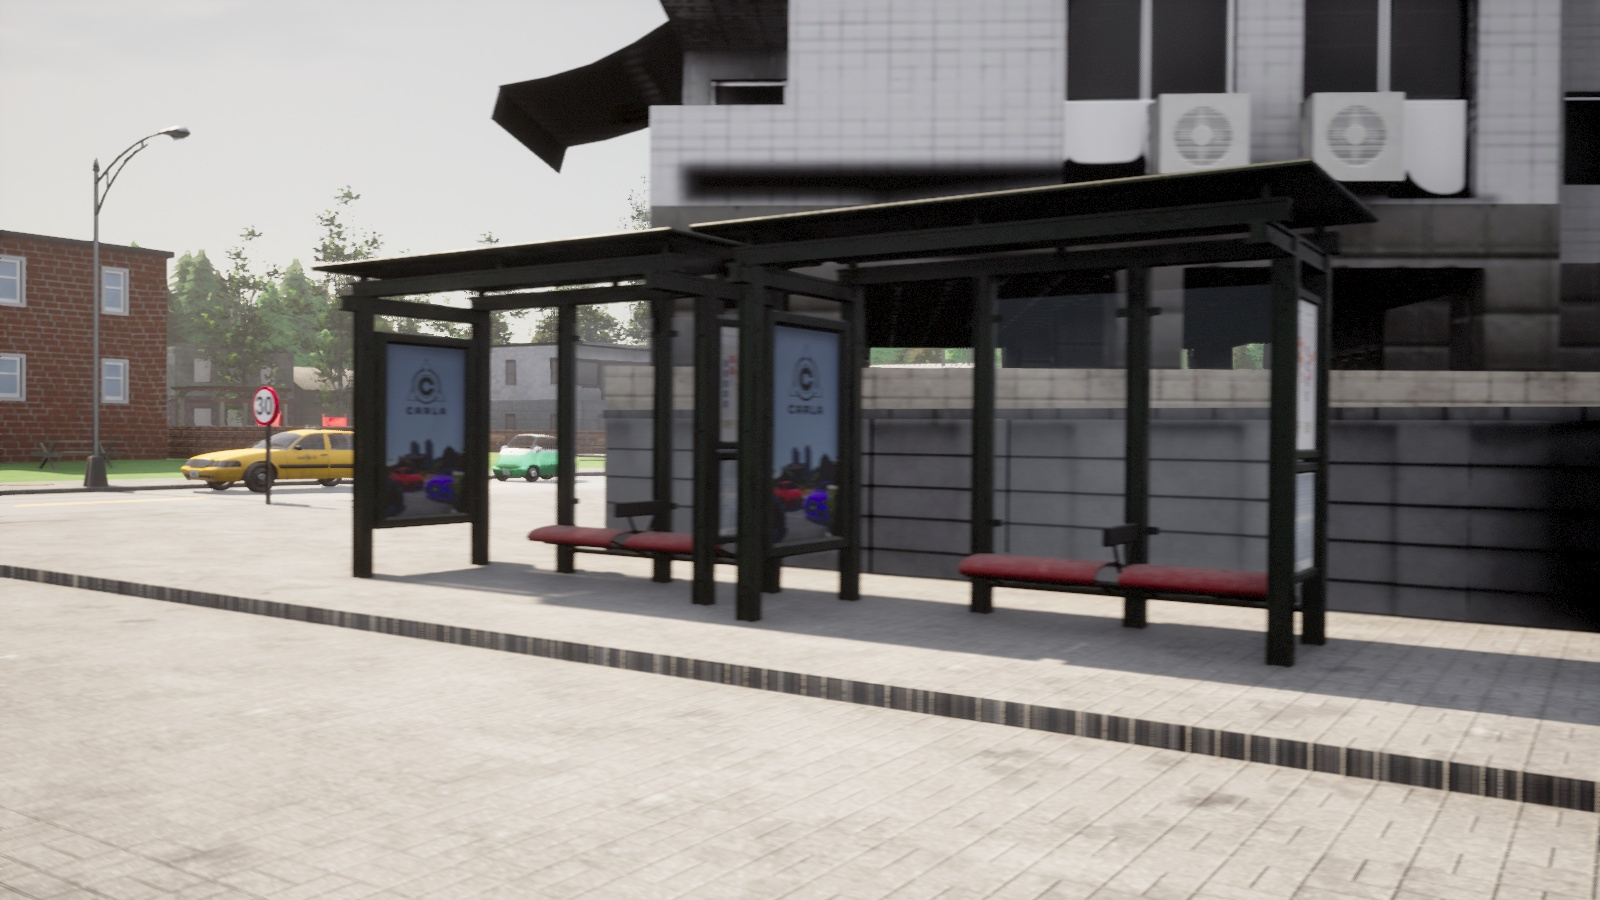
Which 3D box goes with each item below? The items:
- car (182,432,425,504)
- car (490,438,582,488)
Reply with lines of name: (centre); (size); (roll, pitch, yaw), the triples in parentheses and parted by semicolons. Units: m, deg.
car: (-11.820, 0.364, 30.310); (1.801, 1.575, 5.366); (0, 1, 34)
car: (-7.675, 0.357, 36.564); (1.481, 1.376, 2.207); (0, 1, 34)
